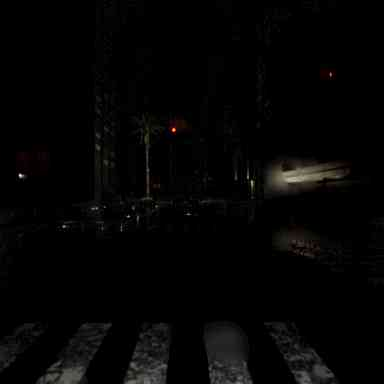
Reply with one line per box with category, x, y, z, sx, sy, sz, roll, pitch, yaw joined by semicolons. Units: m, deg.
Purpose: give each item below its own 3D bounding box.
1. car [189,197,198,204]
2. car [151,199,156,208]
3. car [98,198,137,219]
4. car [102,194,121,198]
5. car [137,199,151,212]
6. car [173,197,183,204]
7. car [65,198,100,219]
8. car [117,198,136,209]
car;0.280;1.773;69.850;1.994;1.385;4.181;0;0;0
car;-6.467;1.722;48.982;1.895;1.301;4.718;0;0;1
car;-6.526;1.535;29.625;1.882;1.535;5.008;0;0;0
car;-9.753;1.310;39.838;2.150;2.045;5.566;0;0;0
car;-6.501;1.577;39.093;2.128;1.511;4.902;0;0;0
car;-2.970;1.773;69.833;1.994;1.385;4.181;0;0;0
car;-9.772;1.536;29.892;1.882;1.535;5.008;0;0;0
car;-9.710;1.689;49.798;1.994;1.385;4.181;0;0;0
